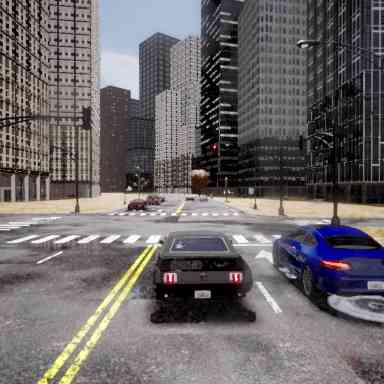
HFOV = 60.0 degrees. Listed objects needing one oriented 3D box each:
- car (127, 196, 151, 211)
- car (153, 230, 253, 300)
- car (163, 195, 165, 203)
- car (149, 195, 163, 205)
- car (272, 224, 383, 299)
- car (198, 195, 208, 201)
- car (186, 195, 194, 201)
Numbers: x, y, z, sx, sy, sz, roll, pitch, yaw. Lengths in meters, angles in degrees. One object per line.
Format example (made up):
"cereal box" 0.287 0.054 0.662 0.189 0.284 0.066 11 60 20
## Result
"car" -6.573 1.528 40.405 1.994 1.385 4.181 0 0 0
"car" 0.104 1.597 8.347 1.895 1.301 4.718 0 0 -3
"car" -6.565 1.427 69.138 2.128 1.511 4.902 0 0 -1
"car" -6.563 1.285 55.797 2.097 1.767 4.553 0 0 0
"car" 3.346 1.522 8.318 1.812 1.442 4.674 0 0 1
"car" 2.746 1.394 80.620 1.812 1.442 4.674 0 0 -4
"car" -0.503 1.467 80.504 1.895 1.301 4.718 0 0 -4
